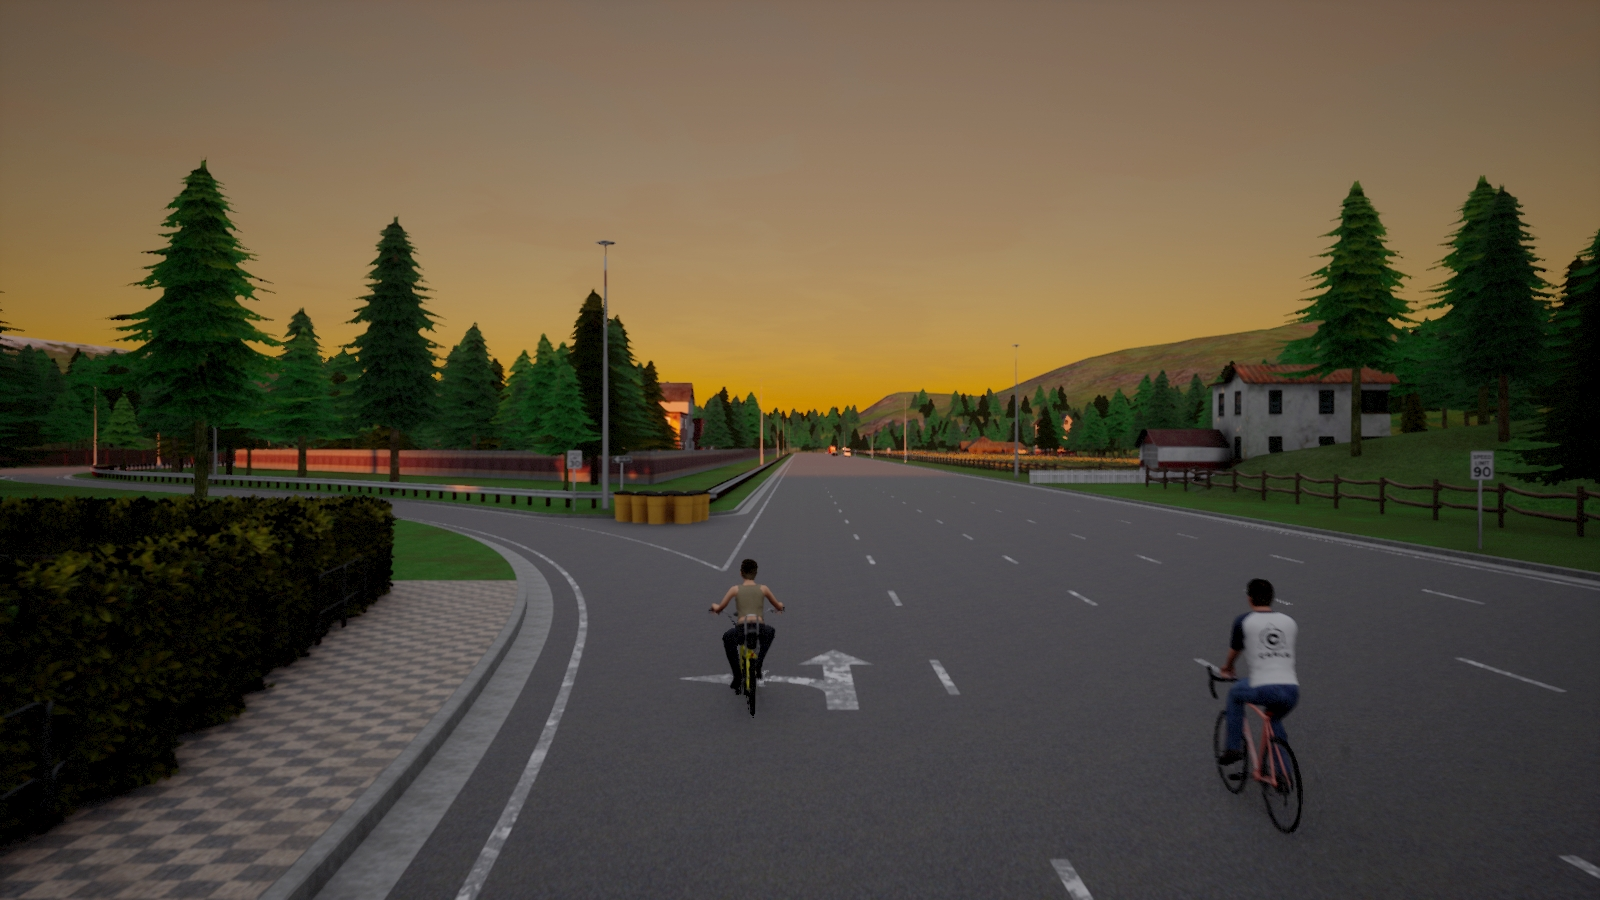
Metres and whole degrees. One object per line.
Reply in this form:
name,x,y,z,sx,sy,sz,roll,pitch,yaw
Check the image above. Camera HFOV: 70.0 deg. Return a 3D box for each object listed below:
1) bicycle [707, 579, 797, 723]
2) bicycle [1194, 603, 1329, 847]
bicycle,-0.552,2.130,12.386,0.859,1.276,1.487,0,0,-7
bicycle,3.511,2.035,8.820,0.373,1.496,1.643,0,0,0
